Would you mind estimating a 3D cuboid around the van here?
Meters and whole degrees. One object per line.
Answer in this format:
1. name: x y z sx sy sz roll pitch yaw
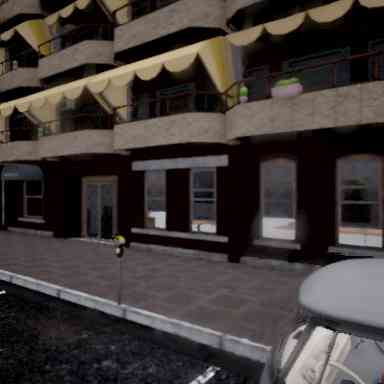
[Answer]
1. van: 2.170 1.343 1.326 3.998 1.788 1.690 0 0 36
